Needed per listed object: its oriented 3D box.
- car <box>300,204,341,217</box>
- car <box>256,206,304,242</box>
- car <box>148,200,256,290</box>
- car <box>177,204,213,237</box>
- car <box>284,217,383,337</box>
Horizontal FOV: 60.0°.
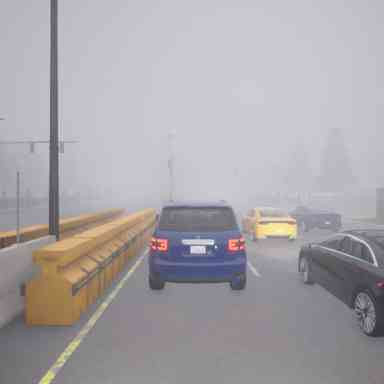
[{"bbox_3d":[7.157,1.484,20.007,1.882,1.535,5.008,0,0,0],"label":"car"},{"bbox_3d":[3.645,1.483,16.449,1.882,1.535,5.008,0,0,0],"label":"car"},{"bbox_3d":[0.126,1.225,9.216,2.150,2.045,5.566,0,0,0],"label":"car"},{"bbox_3d":[0.152,1.511,19.064,1.837,1.490,4.892,0,0,0],"label":"car"},{"bbox_3d":[3.615,1.494,6.607,2.128,1.511,4.902,0,0,0],"label":"car"}]
